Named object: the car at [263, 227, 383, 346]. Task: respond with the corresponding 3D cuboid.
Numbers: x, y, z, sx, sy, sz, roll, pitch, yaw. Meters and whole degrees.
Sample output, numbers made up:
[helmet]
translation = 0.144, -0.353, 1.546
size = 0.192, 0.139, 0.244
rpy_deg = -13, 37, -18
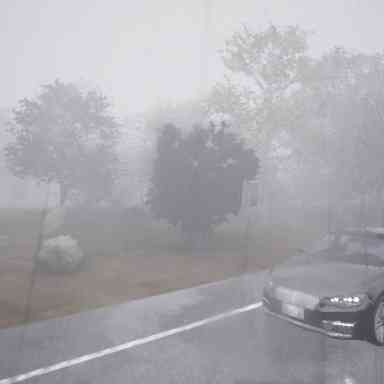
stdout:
[car]
translation = 3.392, 1.502, 6.507
size = 4.902, 1.511, 2.128
rpy_deg = 0, 0, -39
